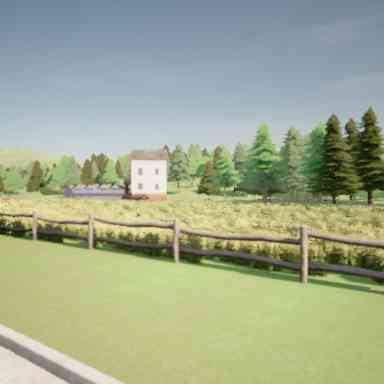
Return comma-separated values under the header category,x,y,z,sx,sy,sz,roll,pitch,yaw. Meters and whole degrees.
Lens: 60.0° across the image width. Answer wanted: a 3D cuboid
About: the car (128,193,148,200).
category,x,y,z,sx,sy,sz,roll,pitch,yaw
car,-12.043,1.181,74.620,4.605,1.855,1.932,0,0,35
